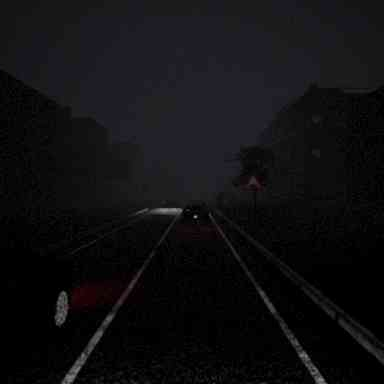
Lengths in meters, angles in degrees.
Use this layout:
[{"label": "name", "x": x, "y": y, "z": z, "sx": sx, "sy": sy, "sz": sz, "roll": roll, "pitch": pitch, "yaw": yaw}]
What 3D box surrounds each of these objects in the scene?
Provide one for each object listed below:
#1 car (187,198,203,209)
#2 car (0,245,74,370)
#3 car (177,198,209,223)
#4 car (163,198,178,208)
[{"label": "car", "x": 0.360, "y": 1.457, "z": 42.809, "sx": 1.895, "sy": 1.301, "sz": 4.718, "roll": 0, "pitch": 0, "yaw": 0}, {"label": "car", "x": -3.077, "y": 1.474, "z": 4.016, "sx": 1.882, "sy": 1.535, "sz": 5.008, "roll": 0, "pitch": 0, "yaw": 0}, {"label": "car", "x": 0.249, "y": 1.434, "z": 24.609, "sx": 2.128, "sy": 1.511, "sz": 4.902, "roll": 0, "pitch": 0, "yaw": 0}, {"label": "car", "x": -2.812, "y": 1.445, "z": 45.161, "sx": 1.895, "sy": 1.301, "sz": 4.718, "roll": 0, "pitch": 0, "yaw": 1}]
